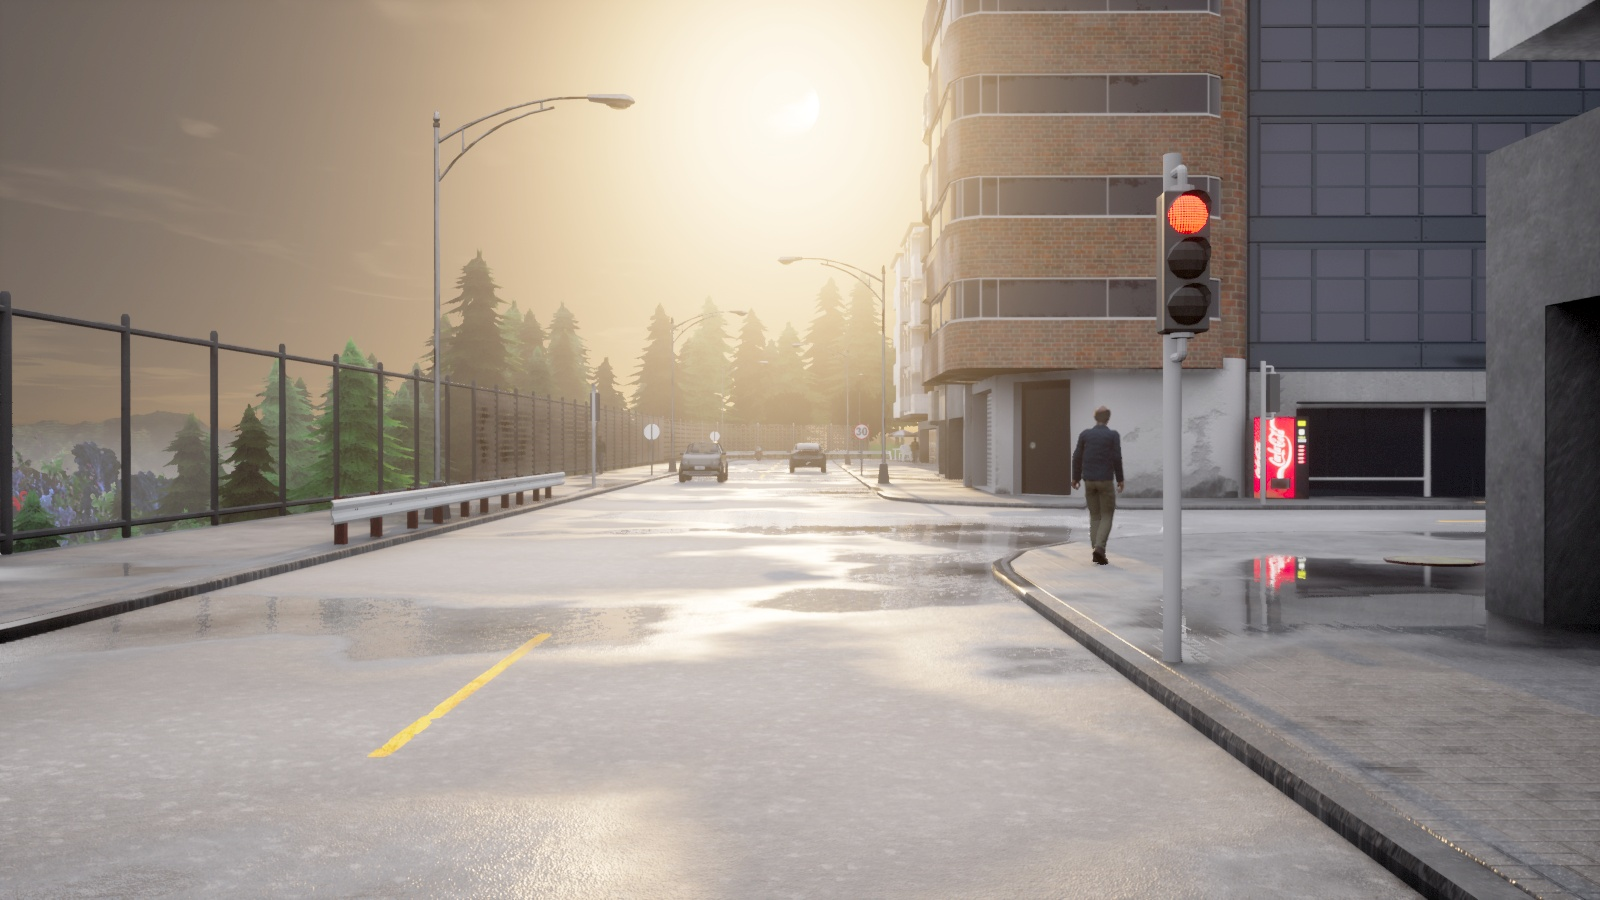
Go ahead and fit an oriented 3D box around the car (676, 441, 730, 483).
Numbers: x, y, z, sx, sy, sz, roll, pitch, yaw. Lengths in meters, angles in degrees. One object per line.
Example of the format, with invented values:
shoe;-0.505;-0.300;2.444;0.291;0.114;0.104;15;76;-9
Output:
car;-3.695;0.448;48.372;1.789;1.549;3.705;0;0;0

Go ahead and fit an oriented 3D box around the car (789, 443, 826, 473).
car;0.404;0.387;64.634;1.837;1.490;4.892;0;0;0

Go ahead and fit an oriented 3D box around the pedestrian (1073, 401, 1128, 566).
pedestrian;3.468;0.372;14.479;0.402;1.842;0.726;0;0;32

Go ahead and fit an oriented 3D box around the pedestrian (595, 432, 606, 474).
pedestrian;-8.853;0.134;55.775;0.353;1.847;0.614;0;0;1
